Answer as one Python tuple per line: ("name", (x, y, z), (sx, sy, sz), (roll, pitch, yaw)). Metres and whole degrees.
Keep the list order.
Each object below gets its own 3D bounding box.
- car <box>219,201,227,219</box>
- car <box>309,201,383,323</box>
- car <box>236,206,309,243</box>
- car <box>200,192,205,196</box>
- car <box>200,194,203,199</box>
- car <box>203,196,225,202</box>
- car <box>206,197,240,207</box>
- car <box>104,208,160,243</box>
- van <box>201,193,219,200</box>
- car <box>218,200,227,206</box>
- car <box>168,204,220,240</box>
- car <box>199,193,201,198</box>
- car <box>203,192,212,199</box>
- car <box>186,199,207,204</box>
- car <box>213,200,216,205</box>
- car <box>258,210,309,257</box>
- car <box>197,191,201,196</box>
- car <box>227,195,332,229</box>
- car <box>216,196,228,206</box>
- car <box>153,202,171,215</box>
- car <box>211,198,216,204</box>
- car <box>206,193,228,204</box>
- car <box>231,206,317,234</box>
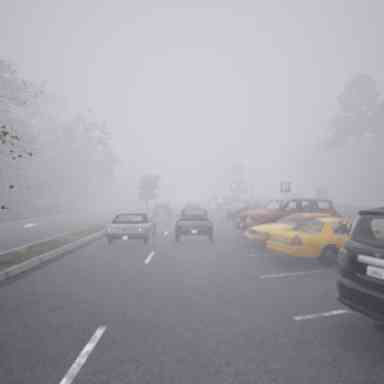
("car", (5.069, 1.682, 26.566), (5.008, 1.535, 2.097), (1, -1, -20))
("car", (5.098, 1.263, 5.579), (5.566, 2.045, 2.435), (1, -1, -20))
("car", (4.899, 1.567, 14.495), (5.366, 1.575, 1.946), (1, 0, -20))
("car", (5.061, 1.469, 80.584), (4.553, 1.767, 2.185), (1, 0, -20))
("car", (5.062, 1.663, 74.594), (4.792, 1.488, 2.163), (1, 1, -20))
("car", (5.084, 1.654, 77.613), (4.674, 1.452, 2.002), (1, 0, -20))
("car", (5.255, 1.748, 56.665), (5.366, 1.575, 1.946), (1, 0, -20))
("car", (-2.896, 1.705, 16.657), (1.895, 1.301, 4.718), (0, -1, 0))
("van", (4.987, 1.290, 92.479), (4.442, 1.987, 1.878), (1, 1, -20))
("car", (5.079, 1.748, 29.566), (4.674, 1.452, 2.002), (1, 0, -20))
("car", (0.103, 1.603, 17.527), (2.128, 1.511, 4.902), (0, -1, 0))
("car", (5.084, 1.557, 86.559), (4.892, 1.521, 2.231), (1, 0, -20))
("car", (5.060, 1.525, 50.571), (5.566, 2.045, 2.435), (1, 1, -20))
("car", (0.107, 1.743, 33.634), (2.128, 1.511, 4.902), (0, 0, 0))
("car", (5.081, 1.794, 35.566), (4.674, 1.452, 2.002), (1, 0, -20))
("car", (5.246, 1.552, 11.629), (5.366, 1.575, 1.946), (1, -1, -20))
("car", (5.070, 1.285, 89.526), (5.566, 2.045, 2.435), (1, 1, -20))
("car", (5.053, 1.347, 17.549), (5.566, 2.045, 2.435), (1, 0, -20))
("car", (5.110, 1.606, 32.578), (4.553, 1.767, 2.185), (1, 0, -20))
("car", (-2.893, 1.743, 33.629), (2.128, 1.511, 4.902), (0, 0, 0))
("car", (5.105, 1.794, 38.591), (4.792, 1.488, 2.163), (1, 0, -20))
("car", (5.108, 1.524, 41.591), (5.566, 2.045, 2.435), (1, 0, -20))
("car", (5.049, 1.654, 20.550), (4.792, 1.488, 2.163), (1, 0, -20))
